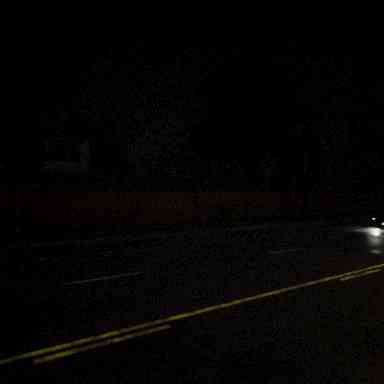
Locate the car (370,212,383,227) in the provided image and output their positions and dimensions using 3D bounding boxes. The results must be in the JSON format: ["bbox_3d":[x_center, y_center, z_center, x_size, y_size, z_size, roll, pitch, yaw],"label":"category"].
[{"bbox_3d":[14.472,1.677,22.911,5.357,1.411,2.033,0,0,-35],"label":"car"}]
